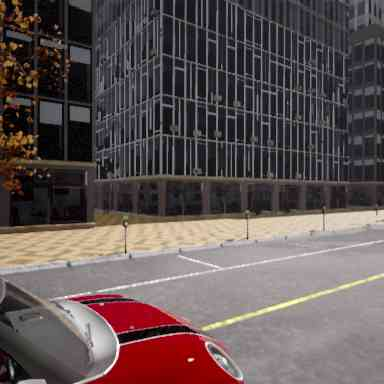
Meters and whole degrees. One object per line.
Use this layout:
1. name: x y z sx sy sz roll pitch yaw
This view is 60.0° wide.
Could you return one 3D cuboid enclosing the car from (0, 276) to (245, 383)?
1. car: -1.729 1.347 2.200 4.553 1.767 2.097 0 0 -36
